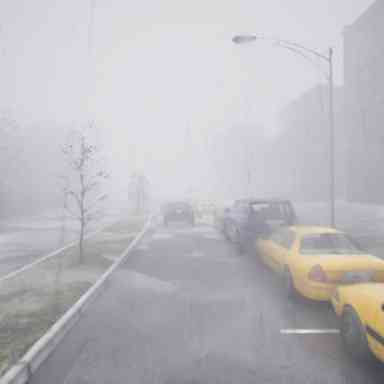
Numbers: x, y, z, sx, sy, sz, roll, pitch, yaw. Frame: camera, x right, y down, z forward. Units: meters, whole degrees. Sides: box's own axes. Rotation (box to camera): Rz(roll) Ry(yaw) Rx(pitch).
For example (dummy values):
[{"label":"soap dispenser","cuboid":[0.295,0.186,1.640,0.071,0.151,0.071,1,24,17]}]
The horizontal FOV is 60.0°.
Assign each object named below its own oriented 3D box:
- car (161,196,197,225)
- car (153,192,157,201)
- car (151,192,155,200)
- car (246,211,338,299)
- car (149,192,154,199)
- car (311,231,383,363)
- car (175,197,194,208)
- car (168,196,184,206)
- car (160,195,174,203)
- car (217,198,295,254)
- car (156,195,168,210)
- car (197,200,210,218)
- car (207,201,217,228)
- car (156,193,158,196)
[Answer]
[{"label":"car","cuboid":[-1.051,1.391,24.449,2.097,1.767,4.553,0,0,-5]},{"label":"car","cuboid":[-7.493,1.448,79.726,2.163,1.488,4.792,0,0,-12]},{"label":"car","cuboid":[-8.634,1.433,85.122,2.002,1.452,4.674,0,0,-12]},{"label":"car","cuboid":[2.924,1.506,8.547,1.946,1.575,5.366,0,0,-1]},{"label":"car","cuboid":[-9.791,1.395,90.580,2.163,1.488,4.792,0,0,-12]},{"label":"car","cuboid":[3.049,1.489,2.984,1.946,1.575,5.366,0,0,0]},{"label":"car","cuboid":[-1.105,1.540,48.658,2.163,1.488,4.792,0,0,-9]},{"label":"car","cuboid":[-2.909,1.493,58.085,2.097,1.535,5.008,0,0,-11]},{"label":"car","cuboid":[-5.186,1.462,68.840,2.231,1.521,4.892,0,0,-12]},{"label":"car","cuboid":[2.698,1.269,13.953,2.435,2.045,5.566,0,0,-3]},{"label":"car","cuboid":[-3.062,1.517,41.602,2.128,1.511,4.902,0,0,-8]},{"label":"car","cuboid":[1.385,1.522,30.773,1.946,1.575,5.366,0,0,-6]},{"label":"car","cuboid":[2.390,1.528,19.492,2.231,1.521,4.892,0,0,-3]},{"label":"car","cuboid":[-6.336,1.481,74.270,2.002,1.452,4.674,0,0,-12]}]
